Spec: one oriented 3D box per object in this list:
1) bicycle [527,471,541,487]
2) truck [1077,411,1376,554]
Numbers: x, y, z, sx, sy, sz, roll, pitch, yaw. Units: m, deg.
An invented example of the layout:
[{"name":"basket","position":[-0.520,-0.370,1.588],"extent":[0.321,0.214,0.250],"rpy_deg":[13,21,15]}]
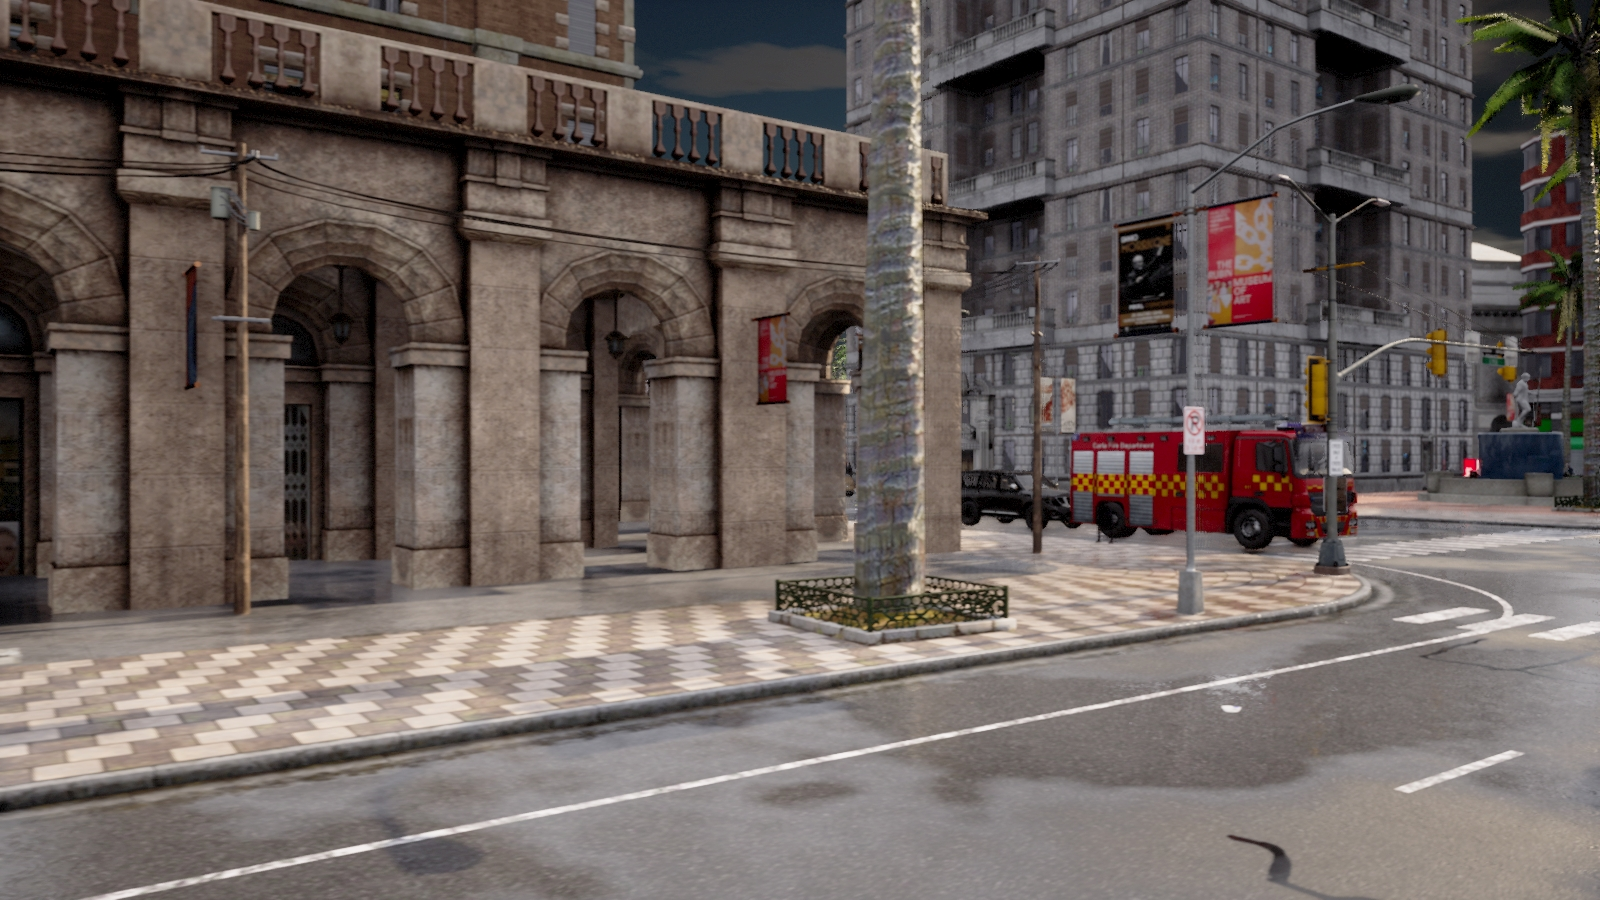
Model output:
[{"name":"bicycle","position":[-20.147,2.194,86.428],"extent":[0.329,1.171,1.835],"rpy_deg":[0,0,-37]},{"name":"truck","position":[12.720,0.875,35.019],"extent":[2.891,3.827,8.468],"rpy_deg":[0,0,-34]}]
